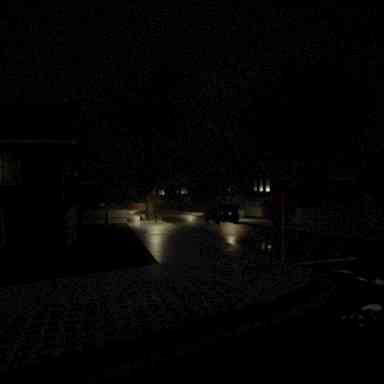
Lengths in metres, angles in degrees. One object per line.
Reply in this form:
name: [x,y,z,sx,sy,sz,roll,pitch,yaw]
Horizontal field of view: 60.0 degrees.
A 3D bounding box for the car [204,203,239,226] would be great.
car: [2.830,2.144,32.804,2.150,2.045,5.566,-1,-2,-14]
